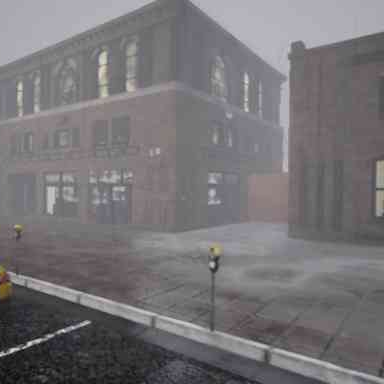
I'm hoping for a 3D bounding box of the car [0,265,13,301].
[{"bbox_3d":[-5.540,1.502,6.812,4.829,1.417,1.752,0,1,36],"label":"car"}]
